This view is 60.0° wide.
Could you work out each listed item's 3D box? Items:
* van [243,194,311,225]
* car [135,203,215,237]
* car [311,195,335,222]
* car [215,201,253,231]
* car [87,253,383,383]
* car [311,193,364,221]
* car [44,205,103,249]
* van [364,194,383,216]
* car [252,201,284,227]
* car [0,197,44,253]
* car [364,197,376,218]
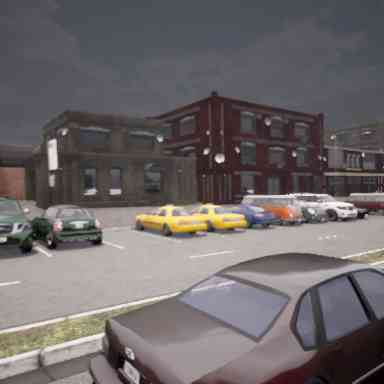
[{"bbox_3d":[5.523,1.214,22.894,1.878,1.987,4.442,0,0,-36],"label":"van"},{"bbox_3d":[-1.354,1.466,18.283,1.946,1.575,5.366,0,0,-36],"label":"car"},{"bbox_3d":[7.669,1.301,24.633,2.185,1.767,4.553,0,0,-36],"label":"car"},{"bbox_3d":[0.881,1.458,19.902,1.946,1.575,5.366,0,0,-36],"label":"car"},{"bbox_3d":[1.529,1.542,4.243,5.357,1.411,2.033,0,0,-36],"label":"car"},{"bbox_3d":[9.937,1.161,26.203,2.435,2.045,5.566,0,0,-36],"label":"car"},{"bbox_3d":[-5.693,1.355,14.870,2.185,1.767,4.553,0,0,-36],"label":"car"},{"bbox_3d":[16.553,1.133,31.178,1.878,1.987,4.442,0,0,-36],"label":"van"},{"bbox_3d":[3.223,1.491,21.368,2.002,1.452,4.674,0,0,-36],"label":"car"},{"bbox_3d":[-7.928,1.235,13.254,2.435,2.045,5.566,0,0,-36],"label":"car"},{"bbox_3d":[12.172,1.426,27.822,2.163,1.488,4.792,0,0,-36],"label":"car"}]
